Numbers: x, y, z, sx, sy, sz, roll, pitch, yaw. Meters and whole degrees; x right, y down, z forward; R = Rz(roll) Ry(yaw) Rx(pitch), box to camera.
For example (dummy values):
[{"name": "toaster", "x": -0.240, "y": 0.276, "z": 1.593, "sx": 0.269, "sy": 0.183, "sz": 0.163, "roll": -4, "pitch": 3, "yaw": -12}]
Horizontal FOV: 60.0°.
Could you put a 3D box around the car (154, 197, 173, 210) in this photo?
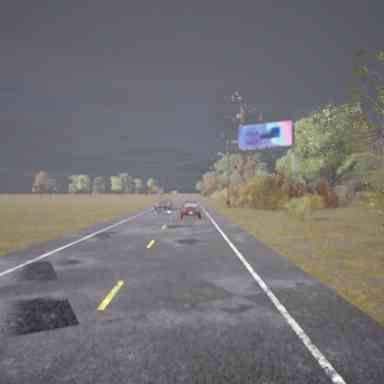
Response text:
[{"name": "car", "x": -3.698, "y": 1.451, "z": 43.624, "sx": 2.097, "sy": 1.767, "sz": 4.553, "roll": 0, "pitch": 0, "yaw": 0}]

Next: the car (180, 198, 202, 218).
[{"name": "car", "x": -0.092, "y": 1.589, "z": 30.277, "sx": 1.812, "sy": 1.442, "sz": 4.674, "roll": 0, "pitch": 0, "yaw": 0}]

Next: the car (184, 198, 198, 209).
[{"name": "car", "x": -0.130, "y": 1.601, "z": 46.619, "sx": 1.837, "sy": 1.490, "sz": 4.892, "roll": 0, "pitch": -1, "yaw": 0}]
